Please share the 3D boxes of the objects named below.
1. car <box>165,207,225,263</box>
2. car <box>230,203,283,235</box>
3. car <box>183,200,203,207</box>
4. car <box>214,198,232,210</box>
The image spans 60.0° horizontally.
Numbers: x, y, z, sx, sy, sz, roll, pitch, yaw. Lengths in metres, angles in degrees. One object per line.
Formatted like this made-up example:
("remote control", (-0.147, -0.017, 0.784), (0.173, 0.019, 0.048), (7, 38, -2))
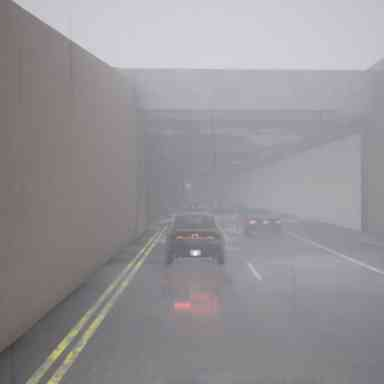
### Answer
("car", (0.099, 1.491, 11.897), (1.837, 1.490, 4.892), (0, 0, 0))
("car", (3.599, 1.527, 18.739), (2.033, 1.411, 5.357), (0, 0, 0))
("car", (0.097, 1.511, 33.745), (2.033, 1.411, 5.357), (0, 0, 0))
("car", (3.596, 1.436, 38.690), (1.882, 1.535, 5.008), (0, 0, 0))
